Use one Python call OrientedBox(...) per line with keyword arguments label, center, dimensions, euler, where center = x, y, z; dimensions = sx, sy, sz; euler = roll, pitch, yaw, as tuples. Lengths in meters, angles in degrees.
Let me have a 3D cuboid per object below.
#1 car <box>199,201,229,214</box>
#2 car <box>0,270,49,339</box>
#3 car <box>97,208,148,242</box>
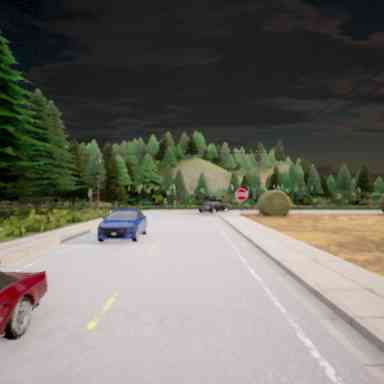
OrientedBox(label="car", center=(2.794, 1.891, 41.310), dimensions=(2.128, 1.511, 4.902), euler=(-1, -1, 37))
OrientedBox(label="car", center=(-3.589, 1.640, 3.927), dimensions=(1.895, 1.301, 4.718), euler=(0, -1, 0))
OrientedBox(label="car", center=(-3.520, 1.652, 17.558), dimensions=(1.882, 1.535, 5.008), euler=(0, -1, 0))
